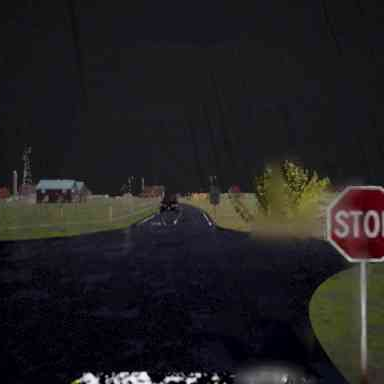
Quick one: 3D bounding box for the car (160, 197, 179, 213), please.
[{"bbox_3d":[-2.795,1.599,42.000,2.150,2.045,5.566,0,0,-1],"label":"car"}]
